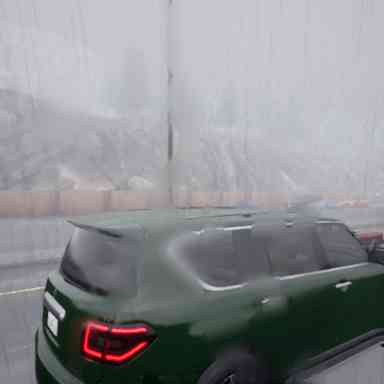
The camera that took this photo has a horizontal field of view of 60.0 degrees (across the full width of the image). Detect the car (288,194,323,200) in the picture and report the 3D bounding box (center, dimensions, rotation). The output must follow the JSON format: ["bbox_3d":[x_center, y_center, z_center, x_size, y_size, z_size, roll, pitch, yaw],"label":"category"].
[{"bbox_3d":[11.089,1.247,33.372,5.566,2.045,2.150,0,0,-35],"label":"car"}]

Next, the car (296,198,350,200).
[{"bbox_3d":[11.587,1.548,29.426,4.674,1.442,1.812,0,0,-35],"label":"car"}]

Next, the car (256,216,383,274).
[{"bbox_3d":[4.527,1.609,11.262,4.718,1.301,1.895,0,0,-35],"label":"car"}]

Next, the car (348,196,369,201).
[{"bbox_3d":[22.212,1.389,45.338,4.553,1.767,2.097,0,0,-34],"label":"car"}]

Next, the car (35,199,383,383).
[{"bbox_3d":[0.977,1.224,4.441,5.566,2.045,2.150,0,0,-36],"label":"car"}]
